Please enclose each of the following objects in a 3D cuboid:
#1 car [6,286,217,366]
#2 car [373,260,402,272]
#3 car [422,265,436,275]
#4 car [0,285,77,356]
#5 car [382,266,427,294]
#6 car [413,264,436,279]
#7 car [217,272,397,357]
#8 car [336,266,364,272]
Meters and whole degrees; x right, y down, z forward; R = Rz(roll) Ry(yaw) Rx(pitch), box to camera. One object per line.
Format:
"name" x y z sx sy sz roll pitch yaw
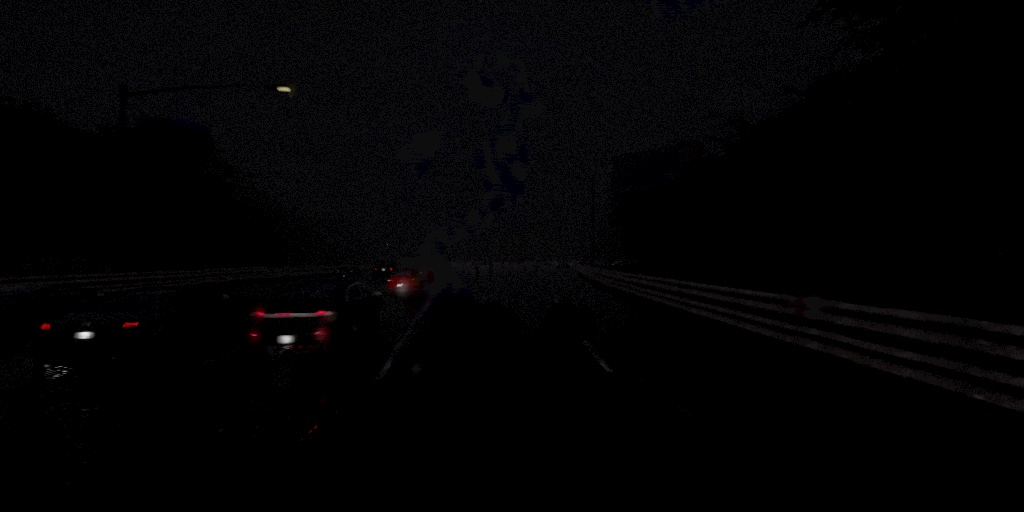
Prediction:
"car" -7.761 1.380 8.231 1.994 1.385 4.181 0 -1 -9
"car" -12.197 1.404 35.256 2.150 2.045 5.566 0 -1 -11
"car" -11.975 2.041 51.796 1.895 1.301 4.718 0 -1 -11
"car" -11.379 1.389 8.725 1.994 1.385 4.181 0 -1 -9
"car" -6.548 1.531 22.243 1.812 1.442 4.674 0 -1 -9
"car" -9.694 1.818 40.099 1.994 1.385 4.181 0 -1 -11
"car" -4.413 1.313 8.827 2.128 1.511 4.902 0 -1 -9
"car" -15.739 1.677 35.021 2.128 1.511 4.902 0 -1 -10
